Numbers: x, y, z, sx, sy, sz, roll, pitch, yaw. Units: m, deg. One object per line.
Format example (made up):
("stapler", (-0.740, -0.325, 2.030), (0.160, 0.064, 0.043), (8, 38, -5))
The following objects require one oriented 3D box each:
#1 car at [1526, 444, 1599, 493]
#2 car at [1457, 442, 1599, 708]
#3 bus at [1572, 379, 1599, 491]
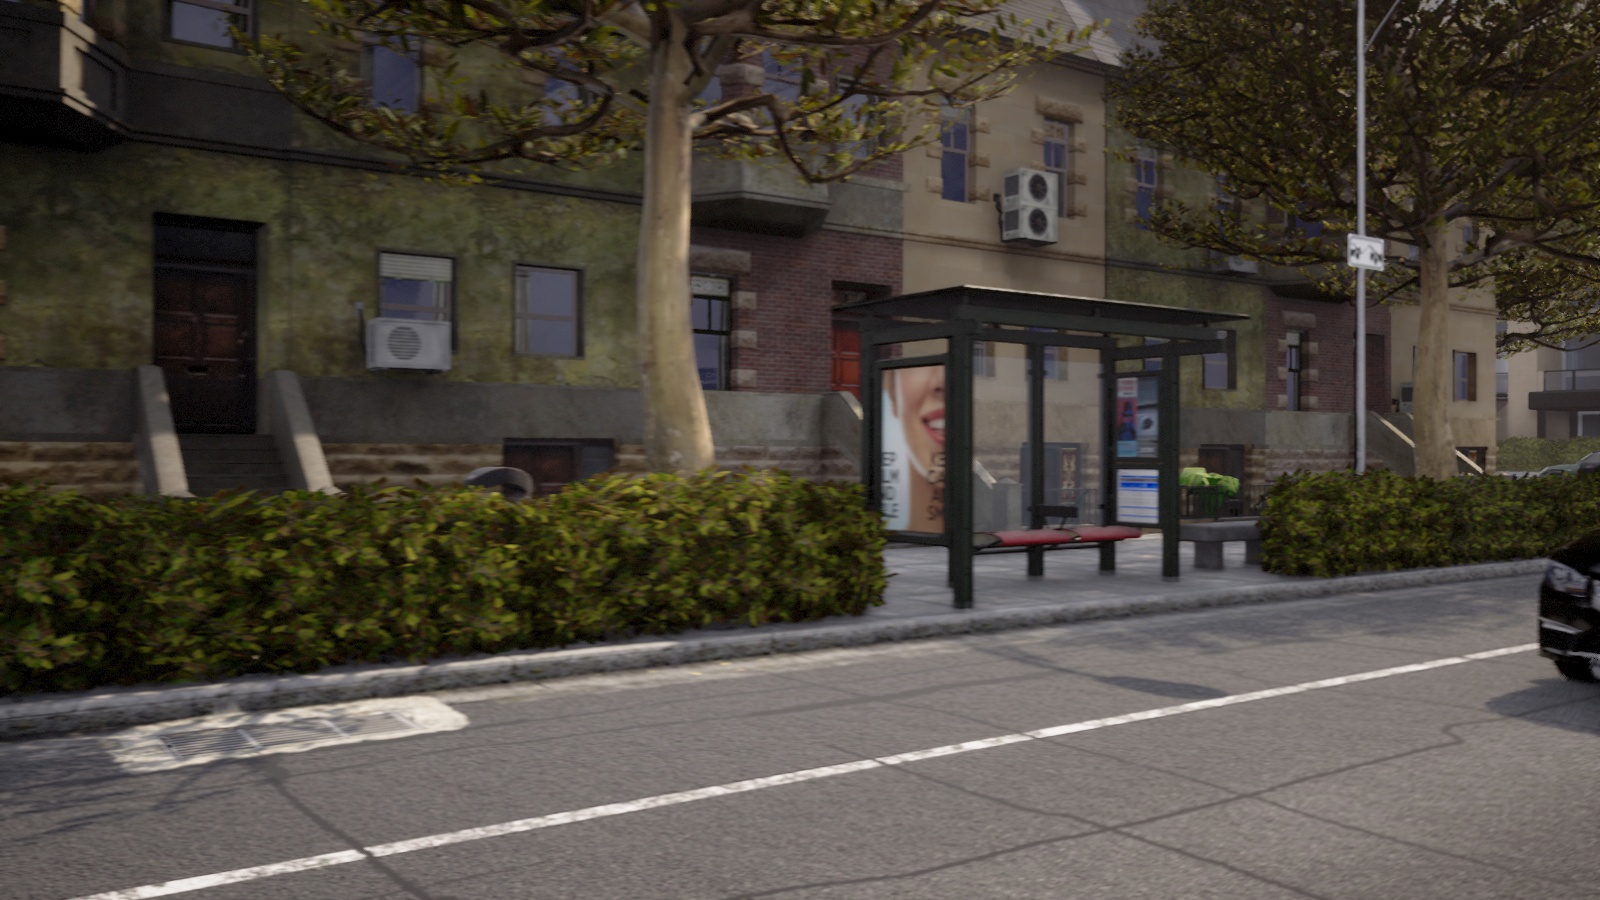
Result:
("car", (29.596, 0.654, 46.191), (2.097, 1.767, 4.553), (0, 0, -35))
("car", (6.702, 0.707, 8.324), (4.902, 1.511, 2.128), (0, 0, -35))
("bus", (34.390, -0.593, 45.454), (3.944, 4.253, 10.273), (0, 0, -35))
